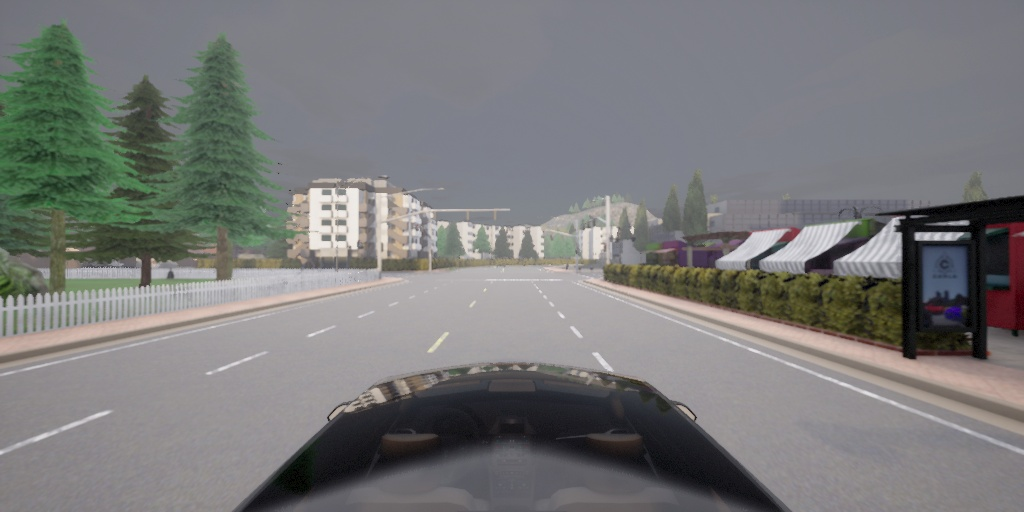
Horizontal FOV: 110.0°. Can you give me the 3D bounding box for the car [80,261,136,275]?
[{"bbox_3d":[-44.685,1.241,39.739,5.008,1.535,1.882,0,-1,1],"label":"car"}]
